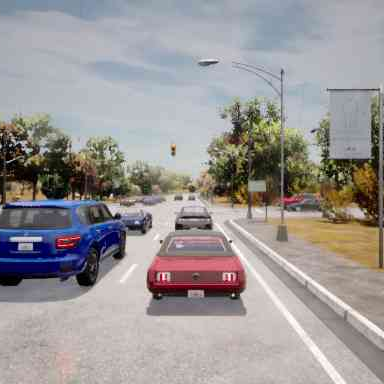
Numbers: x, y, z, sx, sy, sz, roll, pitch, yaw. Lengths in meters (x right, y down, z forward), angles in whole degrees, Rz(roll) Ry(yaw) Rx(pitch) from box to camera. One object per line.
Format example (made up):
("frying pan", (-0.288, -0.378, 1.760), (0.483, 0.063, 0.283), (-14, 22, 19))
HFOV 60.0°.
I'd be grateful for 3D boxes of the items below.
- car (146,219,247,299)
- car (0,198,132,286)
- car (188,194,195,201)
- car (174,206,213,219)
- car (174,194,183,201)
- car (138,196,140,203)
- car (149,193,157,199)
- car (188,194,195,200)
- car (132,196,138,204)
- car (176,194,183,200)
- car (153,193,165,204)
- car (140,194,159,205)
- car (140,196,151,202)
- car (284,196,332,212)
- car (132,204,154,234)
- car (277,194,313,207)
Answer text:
("car", (0.099, 1.601, 8.378), (1.895, 1.301, 4.718), (0, 0, 0))
("car", (-3.409, 1.221, 9.531), (2.150, 2.045, 5.566), (0, 0, 0))
("car", (-0.039, 1.533, 85.115), (2.033, 1.411, 5.357), (0, 0, 0))
("car", (0.092, 1.491, 17.649), (2.128, 1.511, 4.902), (0, 0, 0))
("car", (-3.539, 1.493, 85.114), (1.837, 1.490, 4.892), (0, 0, 0))
("car", (-10.562, 1.525, 65.191), (1.812, 1.442, 4.674), (0, 0, 1))
("car", (-10.542, 1.139, 90.526), (1.812, 1.442, 4.674), (0, 0, 0))
("car", (-0.044, 1.360, 95.534), (1.882, 1.535, 5.008), (0, 0, 0))
("car", (-10.612, 1.601, 54.790), (1.895, 1.301, 4.718), (0, 0, 0))
("car", (-3.544, 1.382, 95.533), (1.837, 1.490, 4.892), (0, 0, 0))
("car", (-7.062, 1.477, 65.486), (1.882, 1.535, 5.008), (0, 0, 1))
("car", (-7.108, 1.525, 56.158), (1.812, 1.442, 4.674), (0, 0, 0))
("car", (-10.535, 1.552, 75.194), (1.994, 1.385, 4.181), (0, 0, 0))
("car", (13.378, 1.505, 37.899), (4.892, 1.490, 1.837), (0, 0, 3))
("car", (-3.409, 1.601, 19.285), (1.895, 1.301, 4.718), (0, 0, 0))
("car", (13.424, 1.221, 41.416), (5.566, 2.045, 2.150), (0, 0, 3))
